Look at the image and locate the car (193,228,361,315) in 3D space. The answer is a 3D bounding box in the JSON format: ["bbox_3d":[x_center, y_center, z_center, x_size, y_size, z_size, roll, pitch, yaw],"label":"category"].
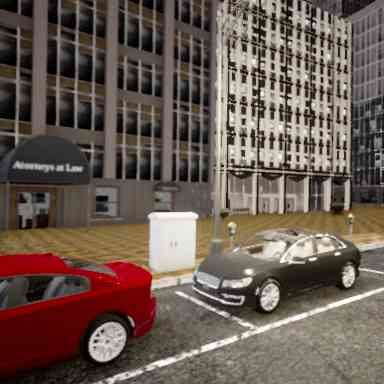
[{"bbox_3d":[2.061,1.531,7.457,4.403,1.369,2.008,0,1,-35],"label":"car"}]

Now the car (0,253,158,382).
[{"bbox_3d":[-2.614,1.539,4.211,4.507,1.381,1.887,0,1,-36],"label":"car"}]
